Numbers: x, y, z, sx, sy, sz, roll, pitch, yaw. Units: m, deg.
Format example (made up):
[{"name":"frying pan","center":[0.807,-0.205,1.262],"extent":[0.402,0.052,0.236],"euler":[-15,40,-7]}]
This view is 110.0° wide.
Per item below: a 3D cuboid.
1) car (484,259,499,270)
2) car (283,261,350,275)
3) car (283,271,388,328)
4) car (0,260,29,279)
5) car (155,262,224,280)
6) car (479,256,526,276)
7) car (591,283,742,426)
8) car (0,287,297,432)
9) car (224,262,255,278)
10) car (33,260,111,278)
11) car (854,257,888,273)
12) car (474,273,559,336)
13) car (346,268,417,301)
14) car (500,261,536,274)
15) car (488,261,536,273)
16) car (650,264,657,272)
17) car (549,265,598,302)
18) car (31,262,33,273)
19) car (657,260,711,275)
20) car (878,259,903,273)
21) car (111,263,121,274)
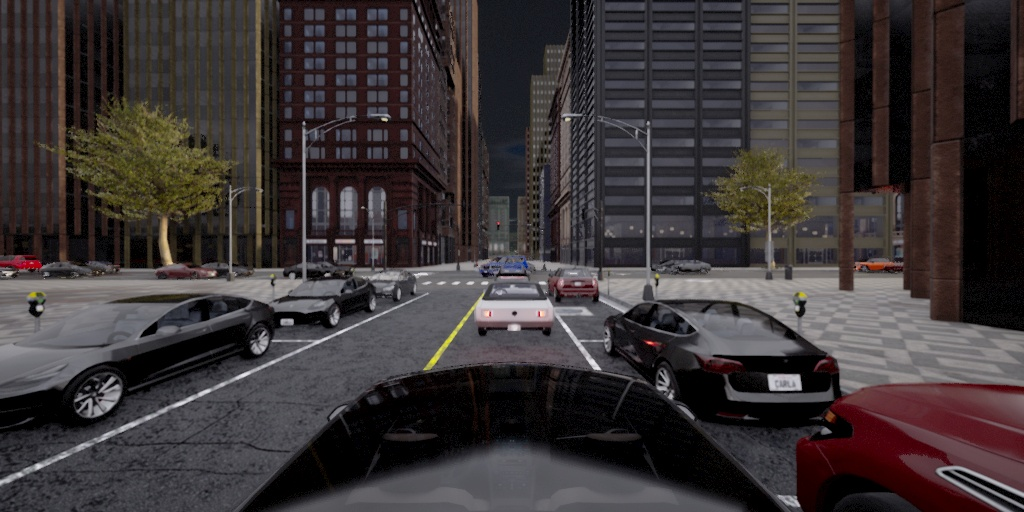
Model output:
[{"name":"car","center":[-2.990,1.255,53.472],"extent":[1.882,1.535,5.008],"euler":[0,0,0]},{"name":"car","center":[-17.511,1.302,31.845],"extent":[5.008,1.535,1.882],"euler":[0,0,-1]},{"name":"car","center":[-5.750,1.317,11.352],"extent":[1.948,1.339,4.313],"euler":[0,0,0]},{"name":"car","center":[-47.038,1.399,31.863],"extent":[4.902,1.511,2.128],"euler":[0,0,0]},{"name":"car","center":[-28.883,1.381,31.831],"extent":[4.674,1.442,1.812],"euler":[0,0,0]},{"name":"car","center":[-0.680,0.995,33.321],"extent":[2.150,2.045,5.566],"euler":[-1,0,36]},{"name":"car","center":[2.768,1.316,5.708],"extent":[1.948,1.339,4.313],"euler":[0,0,0]},{"name":"car","center":[-5.757,1.316,5.715],"extent":[1.948,1.339,4.313],"euler":[0,0,0]},{"name":"car","center":[-27.911,1.342,35.081],"extent":[4.892,1.490,1.837],"euler":[0,0,0]},{"name":"car","center":[-43.023,1.386,35.093],"extent":[4.892,1.490,1.837],"euler":[0,0,0]},{"name":"car","center":[41.551,0.994,41.818],"extent":[4.553,1.767,2.097],"euler":[0,0,0]},{"name":"car","center":[0.076,1.352,10.415],"extent":[1.895,1.301,4.718],"euler":[0,0,0]},{"name":"car","center":[-5.743,1.303,16.988],"extent":[2.007,1.370,4.403],"euler":[0,0,0]},{"name":"car","center":[0.685,1.327,41.811],"extent":[4.181,1.385,1.994],"euler":[0,0,0]},{"name":"car","center":[0.023,1.245,19.625],"extent":[2.128,1.511,4.902],"euler":[0,0,0]},{"name":"car","center":[18.414,1.195,41.828],"extent":[4.892,1.490,1.837],"euler":[0,0,0]},{"name":"car","center":[2.782,1.193,16.980],"extent":[1.967,1.591,4.097],"euler":[0,0,0]},{"name":"car","center":[-47.708,1.479,38.462],"extent":[4.718,1.301,1.895],"euler":[0,0,0]},{"name":"car","center":[18.782,1.196,38.580],"extent":[4.902,1.511,2.128],"euler":[0,0,0]},{"name":"car","center":[42.964,1.257,38.561],"extent":[4.718,1.301,1.895],"euler":[0,0,0]},{"name":"car","center":[-48.552,1.357,41.694],"extent":[4.902,1.511,2.128],"euler":[0,0,1]}]
